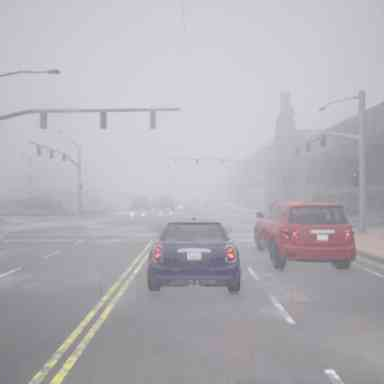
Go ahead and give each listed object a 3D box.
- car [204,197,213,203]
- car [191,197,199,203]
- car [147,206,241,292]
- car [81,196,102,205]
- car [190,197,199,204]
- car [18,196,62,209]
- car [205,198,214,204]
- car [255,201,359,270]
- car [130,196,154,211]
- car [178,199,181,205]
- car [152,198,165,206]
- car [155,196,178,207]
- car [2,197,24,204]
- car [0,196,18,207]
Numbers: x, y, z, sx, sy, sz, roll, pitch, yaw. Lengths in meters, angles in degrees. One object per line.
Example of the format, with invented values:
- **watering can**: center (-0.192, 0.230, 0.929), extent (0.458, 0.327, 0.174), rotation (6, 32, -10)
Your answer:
- **car**: center (4.263, 2.182, 87.157), extent (2.128, 1.511, 4.902), rotation (0, 0, 1)
- **car**: center (0.762, 2.135, 87.153), extent (1.882, 1.535, 5.008), rotation (0, 0, 1)
- **car**: center (0.054, 1.422, 9.263), extent (2.097, 1.767, 4.553), rotation (0, -1, 0)
- **car**: center (-21.515, 1.681, 69.613), extent (3.866, 1.878, 1.905), rotation (0, 0, 0)
- **car**: center (0.508, 2.081, 77.063), extent (1.837, 1.490, 4.892), rotation (0, 0, 1)
- **car**: center (-21.522, 1.509, 47.095), extent (4.605, 1.855, 1.932), rotation (0, 0, 0)
- **car**: center (4.004, 2.104, 76.878), extent (1.812, 1.442, 4.674), rotation (0, 0, 1)
- **car**: center (3.574, 1.311, 11.495), extent (2.150, 2.045, 5.566), rotation (0, 0, 2)
- **car**: center (-7.270, 1.581, 47.599), extent (2.150, 2.045, 5.566), rotation (0, 0, 1)
- **car**: center (-3.498, 1.977, 59.826), extent (1.812, 1.442, 4.674), rotation (0, 0, 2)
- **car**: center (-6.735, 2.059, 67.819), extent (2.033, 1.411, 5.357), rotation (0, 0, 2)
- **car**: center (-3.729, 1.599, 50.020), extent (2.150, 2.045, 5.566), rotation (0, 0, 1)
- **car**: center (-38.973, 1.910, 72.478), extent (3.905, 1.438, 1.784), rotation (0, 0, 0)
- **car**: center (-39.035, 1.678, 69.583), extent (4.605, 1.855, 1.932), rotation (0, 0, 0)
